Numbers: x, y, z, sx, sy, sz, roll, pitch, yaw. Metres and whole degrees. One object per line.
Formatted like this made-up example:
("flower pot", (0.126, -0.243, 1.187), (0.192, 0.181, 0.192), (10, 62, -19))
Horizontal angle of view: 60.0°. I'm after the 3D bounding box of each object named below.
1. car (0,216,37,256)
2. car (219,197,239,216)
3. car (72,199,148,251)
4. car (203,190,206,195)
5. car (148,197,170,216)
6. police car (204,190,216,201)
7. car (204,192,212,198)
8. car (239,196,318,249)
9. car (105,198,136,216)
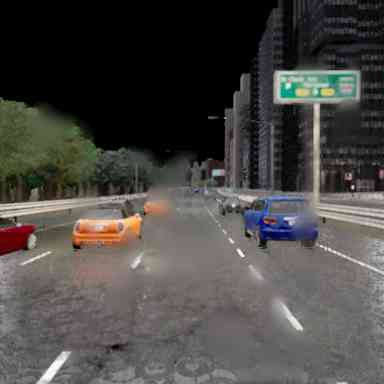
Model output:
("car", (-6.883, 1.453, 10.776), (1.882, 1.535, 5.008), (0, 0, 0))
("car", (3.715, 1.251, 31.736), (2.097, 1.767, 4.553), (0, 0, 0))
("car", (-3.373, 1.319, 14.176), (2.097, 1.767, 4.553), (0, 0, 0))
("car", (4.208, 0.820, 80.826), (2.097, 1.767, 4.553), (0, 1, 1))
("car", (-3.285, 1.251, 31.706), (2.097, 1.767, 4.553), (0, 0, 0))
("police car", (4.033, 1.003, 69.997), (1.930, 1.638, 5.238), (0, 1, 1))
("car", (4.411, 0.857, 91.825), (1.837, 1.490, 4.892), (0, 1, 1))
("car", (3.626, 1.187, 14.553), (2.150, 2.045, 5.566), (0, 0, 0))
("car", (-6.782, 1.401, 32.040), (1.837, 1.490, 4.892), (0, 0, 0))
